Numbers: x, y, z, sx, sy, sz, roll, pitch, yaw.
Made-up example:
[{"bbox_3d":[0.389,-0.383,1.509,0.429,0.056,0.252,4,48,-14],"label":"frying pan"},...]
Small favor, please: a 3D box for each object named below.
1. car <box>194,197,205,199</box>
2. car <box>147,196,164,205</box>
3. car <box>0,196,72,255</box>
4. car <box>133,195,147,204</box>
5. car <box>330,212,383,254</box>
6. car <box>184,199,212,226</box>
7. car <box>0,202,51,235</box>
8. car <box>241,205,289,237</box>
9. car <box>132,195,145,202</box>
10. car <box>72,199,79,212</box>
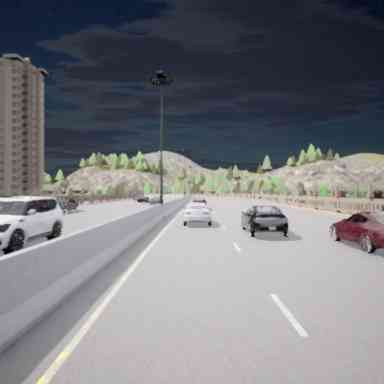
[{"bbox_3d":[0.905,1.405,41.071,2.128,1.511,4.902,0,0,2],"label":"car"},{"bbox_3d":[-5.826,1.409,55.602,1.812,1.442,4.674,0,0,2],"label":"car"},{"bbox_3d":[-7.027,1.194,13.218,2.150,2.045,5.566,0,0,1],"label":"car"},{"bbox_3d":[-9.075,1.416,62.945,2.033,1.411,5.357,0,0,2],"label":"car"},{"bbox_3d":[7.177,1.497,13.213,1.812,1.442,4.674,0,0,1],"label":"car"},{"bbox_3d":[0.395,1.477,23.076,1.812,1.442,4.674,0,0,1],"label":"car"},{"bbox_3d":[-10.402,1.437,19.714,1.882,1.535,5.008,0,0,1],"label":"car"},{"bbox_3d":[3.764,1.454,17.750,2.128,1.511,4.902,0,0,1],"label":"car"},{"bbox_3d":[-12.177,1.366,76.305,2.128,1.511,4.902,0,0,2],"label":"car"},{"bbox_3d":[-13.466,1.432,35.104,1.837,1.490,4.892,0,0,2],"label":"car"}]
